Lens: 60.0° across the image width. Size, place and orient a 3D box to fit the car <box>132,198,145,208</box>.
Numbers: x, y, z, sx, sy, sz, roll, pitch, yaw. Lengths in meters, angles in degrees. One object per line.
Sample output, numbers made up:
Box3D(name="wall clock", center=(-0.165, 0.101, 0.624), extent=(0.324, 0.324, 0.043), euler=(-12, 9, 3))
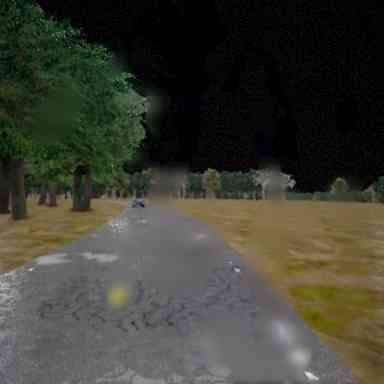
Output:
Box3D(name="car", center=(-8.198, 1.686, 50.848), extent=(2.033, 1.411, 5.357), euler=(0, 0, -11))
